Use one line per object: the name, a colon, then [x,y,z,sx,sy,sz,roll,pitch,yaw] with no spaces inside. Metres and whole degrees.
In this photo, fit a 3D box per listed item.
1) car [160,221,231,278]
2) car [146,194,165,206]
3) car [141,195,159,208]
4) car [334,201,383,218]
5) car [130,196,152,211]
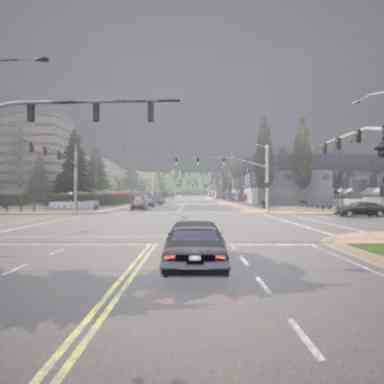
car: [0.083,1.602,10.273,2.033,1.411,5.357,0,0,0]
car: [-6.983,1.557,64.380,2.150,2.045,5.566,0,0,0]
car: [-7.039,1.762,54.479,1.882,1.535,5.008,0,0,0]
car: [16.199,1.672,31.990,4.892,1.490,1.837,0,0,-1]
car: [-7.058,1.712,44.903,1.882,1.535,5.008,0,0,0]
